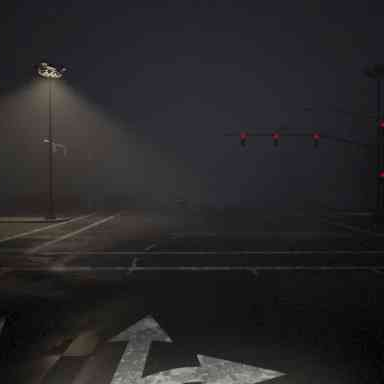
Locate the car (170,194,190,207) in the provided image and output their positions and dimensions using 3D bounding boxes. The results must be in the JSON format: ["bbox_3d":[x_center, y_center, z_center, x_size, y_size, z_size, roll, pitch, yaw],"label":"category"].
[{"bbox_3d":[-1.755,1.492,51.959,2.128,1.511,4.902,0,0,0],"label":"car"}]

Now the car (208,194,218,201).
[{"bbox_3d":[5.433,1.590,84.227,1.895,1.301,4.718,0,0,0],"label":"car"}]

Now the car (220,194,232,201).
[{"bbox_3d":[8.928,1.533,83.343,2.033,1.411,5.357,0,0,0],"label":"car"}]

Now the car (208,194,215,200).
[{"bbox_3d":[5.484,1.356,92.950,1.812,1.442,4.674,0,0,0],"label":"car"}]

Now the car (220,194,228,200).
[{"bbox_3d":[8.984,1.356,92.930,1.812,1.442,4.674,0,0,0],"label":"car"}]

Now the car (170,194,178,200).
[{"bbox_3d":[-5.016,1.385,93.012,1.994,1.385,4.181,0,0,0],"label":"car"}]

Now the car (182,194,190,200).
[{"bbox_3d":[-1.516,1.357,92.991,2.128,1.511,4.902,0,0,0],"label":"car"}]

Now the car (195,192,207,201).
[{"bbox_3d":[1.928,1.218,83.414,2.150,2.045,5.566,0,0,0],"label":"car"}]

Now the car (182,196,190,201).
[{"bbox_3d":[-1.569,1.589,83.851,1.895,1.301,4.718,0,0,0],"label":"car"}]

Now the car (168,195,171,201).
[{"bbox_3d":[-5.067,1.495,84.258,1.837,1.490,4.892,0,0,0],"label":"car"}]
